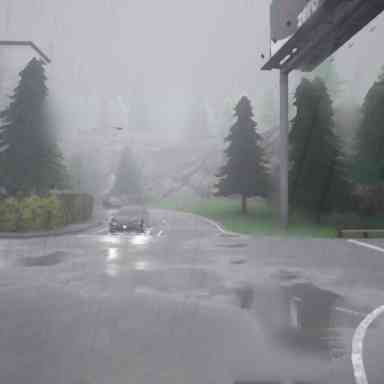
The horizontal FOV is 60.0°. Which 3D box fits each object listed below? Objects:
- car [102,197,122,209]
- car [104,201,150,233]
[{"bbox_3d":[-10.571,1.490,44.437,1.837,1.490,4.892,2,-1,-30],"label":"car"},{"bbox_3d":[-3.546,1.552,19.656,1.837,1.490,4.892,1,0,-2],"label":"car"}]
